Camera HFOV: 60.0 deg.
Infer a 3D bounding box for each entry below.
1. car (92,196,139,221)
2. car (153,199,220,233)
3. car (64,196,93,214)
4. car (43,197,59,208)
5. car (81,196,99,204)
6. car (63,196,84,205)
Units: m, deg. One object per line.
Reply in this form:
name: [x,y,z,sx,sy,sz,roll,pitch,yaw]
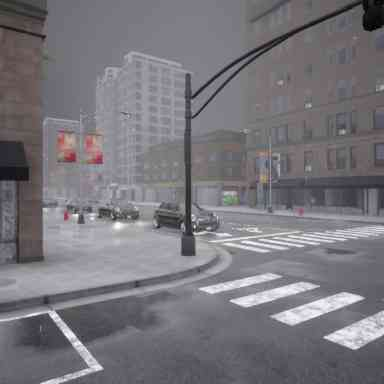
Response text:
car: [-6.111,1.317,27.200,2.097,1.767,4.553,0,0,-36]
car: [-0.430,1.332,19.338,2.097,1.767,4.553,0,0,-36]
car: [-12.167,1.454,35.596,1.837,1.490,4.892,0,0,-36]
car: [-20.236,1.436,46.887,1.837,1.490,4.892,0,0,-35]
car: [-19.052,1.460,62.097,1.994,1.385,4.181,0,0,-36]
car: [-21.317,1.450,59.698,2.033,1.411,5.357,0,0,-36]
